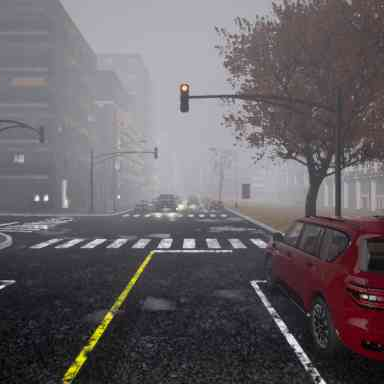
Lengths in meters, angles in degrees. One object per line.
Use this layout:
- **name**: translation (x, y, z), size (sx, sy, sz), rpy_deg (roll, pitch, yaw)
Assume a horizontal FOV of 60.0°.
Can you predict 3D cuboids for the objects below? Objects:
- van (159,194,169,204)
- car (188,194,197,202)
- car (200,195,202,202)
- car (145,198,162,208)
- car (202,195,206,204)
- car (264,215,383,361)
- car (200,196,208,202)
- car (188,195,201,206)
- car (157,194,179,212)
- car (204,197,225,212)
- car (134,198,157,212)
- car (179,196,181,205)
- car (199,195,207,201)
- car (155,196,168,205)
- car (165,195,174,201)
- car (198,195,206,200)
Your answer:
- **van**: translation (-5.571, 1.384, 65.979), size (1.690, 1.788, 3.998), rpy_deg (0, 0, 0)
- **car**: translation (0.144, 1.416, 78.843), size (2.097, 1.767, 4.553), rpy_deg (0, 0, 0)
- **car**: translation (2.810, 1.625, 65.963), size (1.802, 1.307, 4.206), rpy_deg (0, 0, 0)
- **car**: translation (-5.601, 1.573, 49.381), size (2.008, 1.369, 4.403), rpy_deg (0, 0, 0)
- **car**: translation (2.780, 1.548, 49.535), size (1.752, 1.417, 4.829), rpy_deg (0, 0, 0)
- **car**: translation (2.702, 1.315, 5.912), size (2.192, 1.841, 5.009), rpy_deg (0, 0, 0)
- **car**: translation (2.830, 1.583, 77.199), size (1.752, 1.417, 4.829), rpy_deg (0, 0, 0)
- **car**: translation (0.202, 1.632, 56.910), size (1.895, 1.301, 4.718), rpy_deg (0, 0, 0)
- **car**: translation (-3.020, 1.235, 40.061), size (2.150, 2.045, 5.566), rpy_deg (0, 0, 0)
- **car**: translation (2.760, 1.557, 38.300), size (1.887, 1.381, 4.507), rpy_deg (0, 0, 0)
- **car**: translation (-5.620, 1.563, 38.315), size (2.008, 1.369, 4.403), rpy_deg (0, 0, 0)
- **car**: translation (-2.993, 1.528, 50.079), size (1.837, 1.490, 4.892), rpy_deg (0, 0, 0)
- **car**: translation (2.849, 1.620, 88.094), size (1.887, 1.381, 4.507), rpy_deg (0, 0, 0)
- **car**: translation (-5.581, 1.476, 60.446), size (1.967, 1.590, 4.097), rpy_deg (0, 0, 0)
- **car**: translation (-5.541, 1.506, 82.577), size (1.967, 1.590, 4.097), rpy_deg (0, 0, 0)
- **car**: translation (2.859, 1.637, 93.627), size (2.008, 1.369, 4.403), rpy_deg (0, 0, 0)
